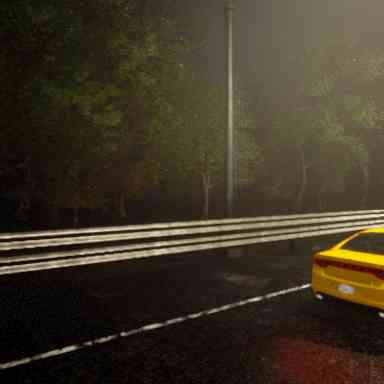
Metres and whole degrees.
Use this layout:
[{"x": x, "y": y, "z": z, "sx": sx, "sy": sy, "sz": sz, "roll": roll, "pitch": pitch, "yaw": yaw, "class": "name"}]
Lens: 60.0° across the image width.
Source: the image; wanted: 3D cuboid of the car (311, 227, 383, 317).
[{"x": 4.607, "y": 1.482, "z": 7.009, "sx": 5.008, "sy": 1.535, "sz": 1.882, "roll": 0, "pitch": 0, "yaw": -35, "class": "car"}]
